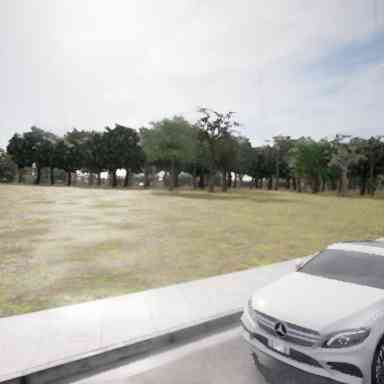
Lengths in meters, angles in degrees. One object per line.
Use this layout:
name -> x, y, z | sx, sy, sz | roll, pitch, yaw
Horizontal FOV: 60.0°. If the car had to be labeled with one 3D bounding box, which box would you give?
car -> 2.851, 1.574, 5.414 | 4.674, 1.442, 1.812 | 0, 0, -39
